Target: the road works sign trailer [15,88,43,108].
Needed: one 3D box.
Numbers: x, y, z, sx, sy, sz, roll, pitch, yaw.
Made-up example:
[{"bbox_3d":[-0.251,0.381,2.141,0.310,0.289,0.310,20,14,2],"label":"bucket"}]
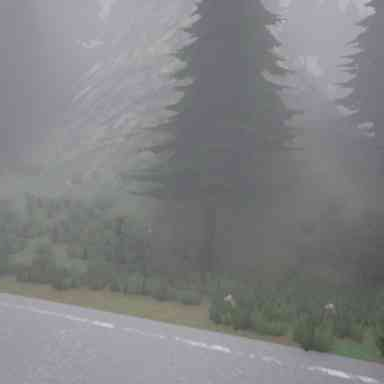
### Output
[{"bbox_3d":[-13.365,-8.582,25.669,2.380,3.560,2.880,-13,14,25],"label":"road works sign trailer"}]
